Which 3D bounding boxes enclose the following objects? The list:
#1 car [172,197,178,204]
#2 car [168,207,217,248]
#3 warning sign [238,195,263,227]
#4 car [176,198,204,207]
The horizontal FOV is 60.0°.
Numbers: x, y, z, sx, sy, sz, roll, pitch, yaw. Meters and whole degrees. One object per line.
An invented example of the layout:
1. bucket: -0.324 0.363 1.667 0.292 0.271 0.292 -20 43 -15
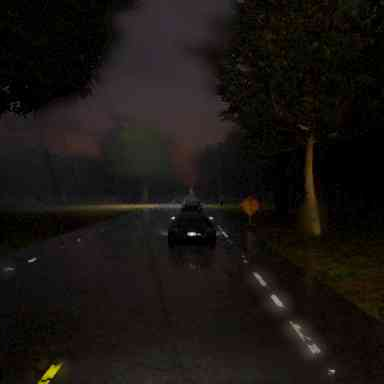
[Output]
1. car: -3.499 2.032 75.930 1.837 1.490 4.892 0 -1 0
2. car: 0.000 1.571 14.652 1.994 1.385 4.181 0 0 0
3. warning sign: 3.564 1.118 20.331 1.300 1.860 1.060 1 1 0
4. car: 0.000 1.542 29.657 2.128 1.511 4.902 0 0 0
